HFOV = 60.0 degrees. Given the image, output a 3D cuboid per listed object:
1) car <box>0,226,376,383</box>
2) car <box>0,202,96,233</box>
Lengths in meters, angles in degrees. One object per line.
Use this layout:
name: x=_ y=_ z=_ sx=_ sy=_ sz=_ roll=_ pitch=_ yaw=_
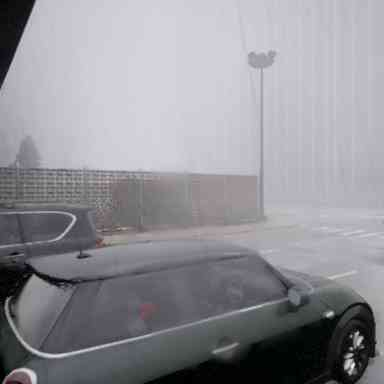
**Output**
car: x=0.145 y=1.344 z=3.856 sx=4.553 sy=1.767 sz=2.097 roll=0 pitch=0 yaw=-35
car: x=-4.137 y=1.223 z=5.331 sx=5.566 sy=2.045 sz=2.150 roll=0 pitch=0 yaw=-35
